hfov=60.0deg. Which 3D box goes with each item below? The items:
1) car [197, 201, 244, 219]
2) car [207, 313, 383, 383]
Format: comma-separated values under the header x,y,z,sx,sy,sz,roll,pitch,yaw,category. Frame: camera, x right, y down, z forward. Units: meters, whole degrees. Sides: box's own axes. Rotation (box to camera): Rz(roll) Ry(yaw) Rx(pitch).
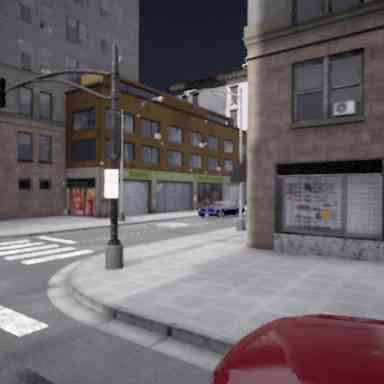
x,y,z,sx,sy,sz,roll,pitch,yaw,category
2.401,1.436,27.107,1.895,1.301,4.718,0,0,35,car
2.292,1.320,1.186,5.009,1.841,2.192,0,0,35,car
